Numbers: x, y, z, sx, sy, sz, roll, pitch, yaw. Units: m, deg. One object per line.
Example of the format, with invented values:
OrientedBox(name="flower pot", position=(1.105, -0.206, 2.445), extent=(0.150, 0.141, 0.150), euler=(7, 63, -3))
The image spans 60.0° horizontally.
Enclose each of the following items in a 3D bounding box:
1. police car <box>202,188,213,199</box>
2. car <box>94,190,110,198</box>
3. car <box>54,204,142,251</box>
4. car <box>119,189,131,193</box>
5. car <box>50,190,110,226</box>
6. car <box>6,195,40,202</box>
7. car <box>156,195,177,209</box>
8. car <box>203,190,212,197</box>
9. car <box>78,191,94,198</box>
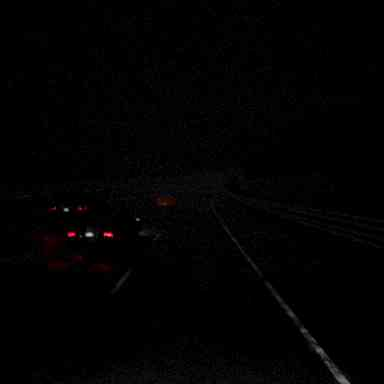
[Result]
OrientedBox(name="police car", position=(2.931, 0.484, 64.626), extent=(1.930, 1.638, 5.238), euler=(0, 1, 3))
OrientedBox(name="car", position=(-18.844, 0.360, 69.947), extent=(1.882, 1.535, 5.008), euler=(0, 1, 3))
OrientedBox(name="car", position=(-3.299, 1.419, 13.336), extent=(2.033, 1.411, 5.357), euler=(0, 1, 1))
OrientedBox(name="car", position=(-15.034, 0.200, 74.818), extent=(1.837, 1.490, 4.892), euler=(0, 1, 3))
OrientedBox(name="car", position=(-6.682, 1.018, 20.477), extent=(2.150, 2.045, 5.566), euler=(0, 1, 1))
OrientedBox(name="car", position=(-17.047, 1.087, 33.882), extent=(1.882, 1.535, 5.008), euler=(0, 1, 2))
OrientedBox(name="car", position=(-2.755, 1.061, 36.813), extent=(1.882, 1.535, 5.008), euler=(0, 1, 2))
OrientedBox(name="car", position=(3.525, 0.352, 74.383), extent=(1.812, 1.442, 4.674), euler=(0, 2, 4))
OrientedBox(name="car", position=(-22.337, 0.422, 70.171), extent=(1.994, 1.385, 4.181), euler=(0, 1, 3))
